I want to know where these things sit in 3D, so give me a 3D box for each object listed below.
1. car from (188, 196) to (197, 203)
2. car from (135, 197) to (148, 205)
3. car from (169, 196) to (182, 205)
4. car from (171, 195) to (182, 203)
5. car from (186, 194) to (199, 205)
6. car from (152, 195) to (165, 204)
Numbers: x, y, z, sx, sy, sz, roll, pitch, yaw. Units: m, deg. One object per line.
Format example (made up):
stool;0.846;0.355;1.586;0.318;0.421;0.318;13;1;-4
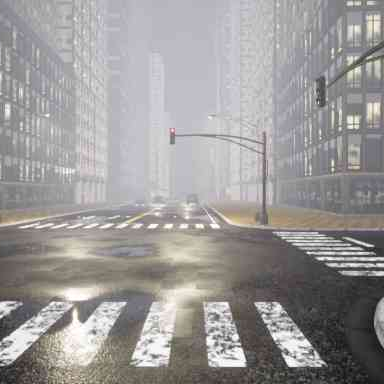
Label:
car;0.107;1.540;70.550;1.994;1.385;4.181;0;0;0
car;-9.653;1.663;64.314;2.033;1.411;5.357;0;0;0
car;-3.159;1.702;60.167;1.895;1.301;4.718;0;0;0
car;-3.144;1.495;70.138;2.128;1.511;4.902;0;0;0
car;0.091;1.322;60.163;2.150;2.045;5.566;0;0;0
car;-6.403;1.468;64.340;2.097;1.767;4.553;0;0;0
